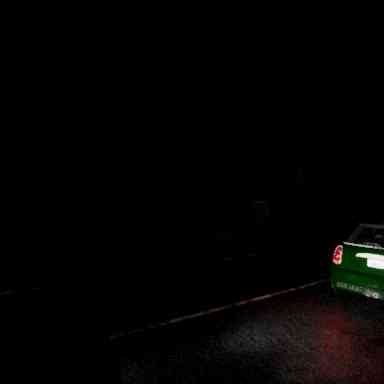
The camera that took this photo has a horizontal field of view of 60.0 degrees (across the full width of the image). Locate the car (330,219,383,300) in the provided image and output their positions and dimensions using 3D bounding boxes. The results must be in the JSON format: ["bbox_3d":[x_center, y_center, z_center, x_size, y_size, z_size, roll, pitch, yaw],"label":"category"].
[{"bbox_3d":[5.140,1.351,7.404,4.553,1.767,2.097,0,0,-35],"label":"car"}]

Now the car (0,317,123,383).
[{"bbox_3d":[-2.774,1.492,1.770,4.902,1.511,2.128,0,0,-36],"label":"car"}]
